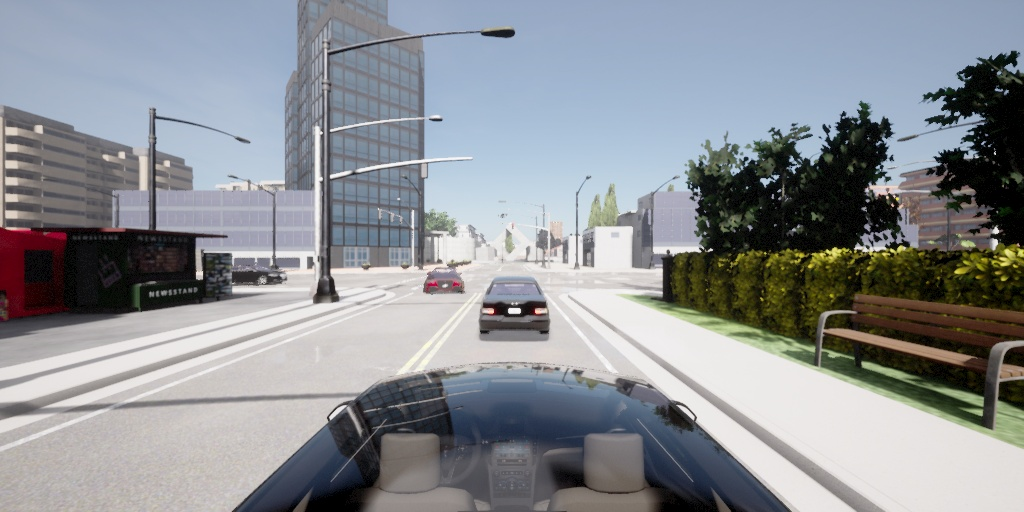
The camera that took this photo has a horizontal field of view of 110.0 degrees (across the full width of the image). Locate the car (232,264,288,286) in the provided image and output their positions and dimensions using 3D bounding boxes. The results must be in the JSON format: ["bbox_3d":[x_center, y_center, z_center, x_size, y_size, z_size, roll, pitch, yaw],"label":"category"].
[{"bbox_3d":[-19.037,1.366,26.060,4.902,1.511,2.128,-1,0,0],"label":"car"}]

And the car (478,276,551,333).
[{"bbox_3d":[0.067,1.294,10.673,2.033,1.411,5.357,0,0,0],"label":"car"}]

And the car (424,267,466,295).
[{"bbox_3d":[-3.695,1.316,19.879,1.994,1.385,4.181,0,0,-11],"label":"car"}]
